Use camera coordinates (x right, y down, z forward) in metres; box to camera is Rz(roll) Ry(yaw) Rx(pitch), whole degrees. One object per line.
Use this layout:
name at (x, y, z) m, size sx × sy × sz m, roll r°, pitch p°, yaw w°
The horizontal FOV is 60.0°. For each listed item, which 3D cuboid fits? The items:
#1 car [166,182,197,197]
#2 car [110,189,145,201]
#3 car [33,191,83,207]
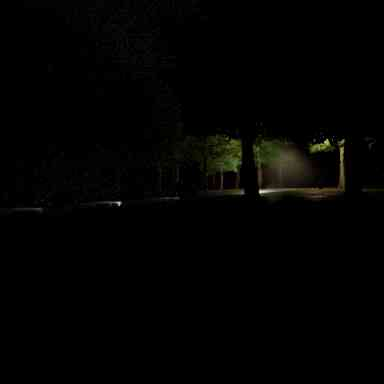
car at (-1.463, -0.386, 49.372) m, size 2.150 × 2.045 × 5.566 m, roll -1°, pitch 2°, yaw 37°
car at (-7.888, 0.324, 41.023) m, size 1.812 × 1.442 × 4.674 m, roll -1°, pitch 2°, yaw 37°
car at (-13.513, 0.666, 33.731) m, size 1.837 × 1.490 × 4.892 m, roll -1°, pitch 2°, yaw 38°
